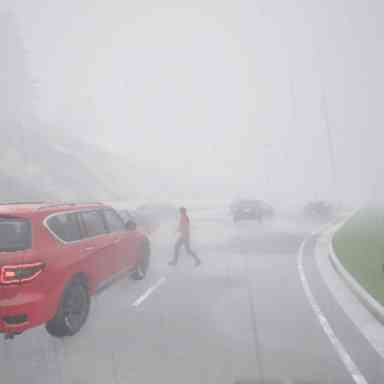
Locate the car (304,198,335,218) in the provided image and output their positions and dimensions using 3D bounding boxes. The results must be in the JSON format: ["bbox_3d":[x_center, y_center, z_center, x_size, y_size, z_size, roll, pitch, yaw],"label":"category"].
[{"bbox_3d":[11.613,1.503,30.563,1.837,1.490,4.892,0,0,29],"label":"car"}]

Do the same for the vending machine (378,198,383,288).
[{"bbox_3d":[5.034,1.195,7.669,1.100,2.100,0.880,0,0,14],"label":"vending machine"}]

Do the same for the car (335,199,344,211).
[{"bbox_3d":[17.535,1.525,41.308,1.812,1.442,4.674,0,0,31],"label":"car"}]

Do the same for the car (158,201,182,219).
[{"bbox_3d":[-2.554,1.491,26.456,2.128,1.511,4.902,0,0,28],"label":"car"}]

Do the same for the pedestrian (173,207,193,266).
[{"bbox_3d":[-0.267,1.294,9.846,0.375,1.860,0.375,0,0,15],"label":"pedestrian"}]

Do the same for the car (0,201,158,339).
[{"bbox_3d":[-2.588,1.221,6.910,2.150,2.045,5.566,0,0,10],"label":"car"}]

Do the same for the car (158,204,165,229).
[{"bbox_3d":[-3.565,1.547,16.245,2.033,1.411,5.357,0,0,23],"label":"car"}]

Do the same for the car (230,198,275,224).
[{"bbox_3d":[4.857,1.352,25.344,2.097,1.767,4.553,0,0,28],"label":"car"}]
